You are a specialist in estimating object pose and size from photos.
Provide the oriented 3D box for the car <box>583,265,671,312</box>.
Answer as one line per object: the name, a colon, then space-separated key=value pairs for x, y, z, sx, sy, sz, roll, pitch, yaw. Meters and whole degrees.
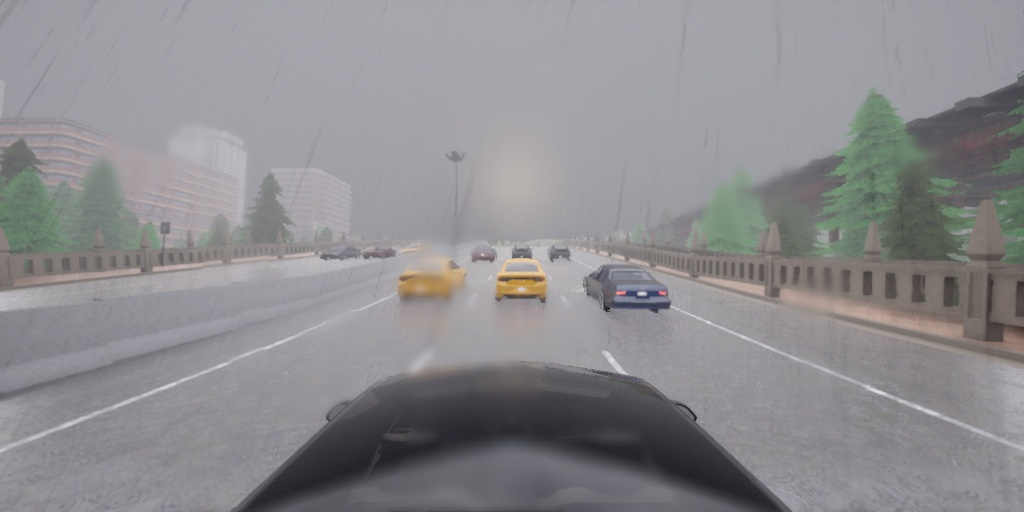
car: x=3.846 y=1.017 z=12.873 sx=2.033 sy=1.411 sz=5.357 roll=0 pitch=3 yaw=2

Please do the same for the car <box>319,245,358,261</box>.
car: x=-16.727 y=-0.333 z=35.357 sx=2.033 sy=1.411 sz=5.357 roll=0 pitch=4 yaw=2

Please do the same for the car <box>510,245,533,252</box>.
car: x=0.941 y=-0.319 z=34.202 sx=1.837 sy=1.490 sz=4.892 roll=0 pitch=3 yaw=2

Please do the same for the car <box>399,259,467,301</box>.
car: x=-3.094 y=0.844 z=14.883 sx=1.882 sy=1.535 sz=5.008 roll=0 pitch=4 yaw=2

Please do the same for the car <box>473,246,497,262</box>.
car: x=-2.562 y=-0.254 z=34.163 sx=1.994 sy=1.385 sz=4.181 roll=0 pitch=4 yaw=2

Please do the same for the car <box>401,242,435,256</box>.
car: x=-9.690 y=-0.479 z=36.497 sx=1.882 sy=1.535 sz=5.008 roll=0 pitch=4 yaw=2

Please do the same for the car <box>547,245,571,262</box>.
car: x=4.436 y=-0.309 z=33.994 sx=1.837 sy=1.490 sz=4.892 roll=0 pitch=3 yaw=2

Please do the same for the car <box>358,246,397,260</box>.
car: x=-13.208 y=-0.318 z=35.936 sx=1.895 sy=1.301 sz=4.718 roll=0 pitch=4 yaw=2

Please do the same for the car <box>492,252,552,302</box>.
car: x=0.405 y=0.848 z=14.779 sx=1.882 sy=1.535 sz=5.008 roll=0 pitch=4 yaw=2
